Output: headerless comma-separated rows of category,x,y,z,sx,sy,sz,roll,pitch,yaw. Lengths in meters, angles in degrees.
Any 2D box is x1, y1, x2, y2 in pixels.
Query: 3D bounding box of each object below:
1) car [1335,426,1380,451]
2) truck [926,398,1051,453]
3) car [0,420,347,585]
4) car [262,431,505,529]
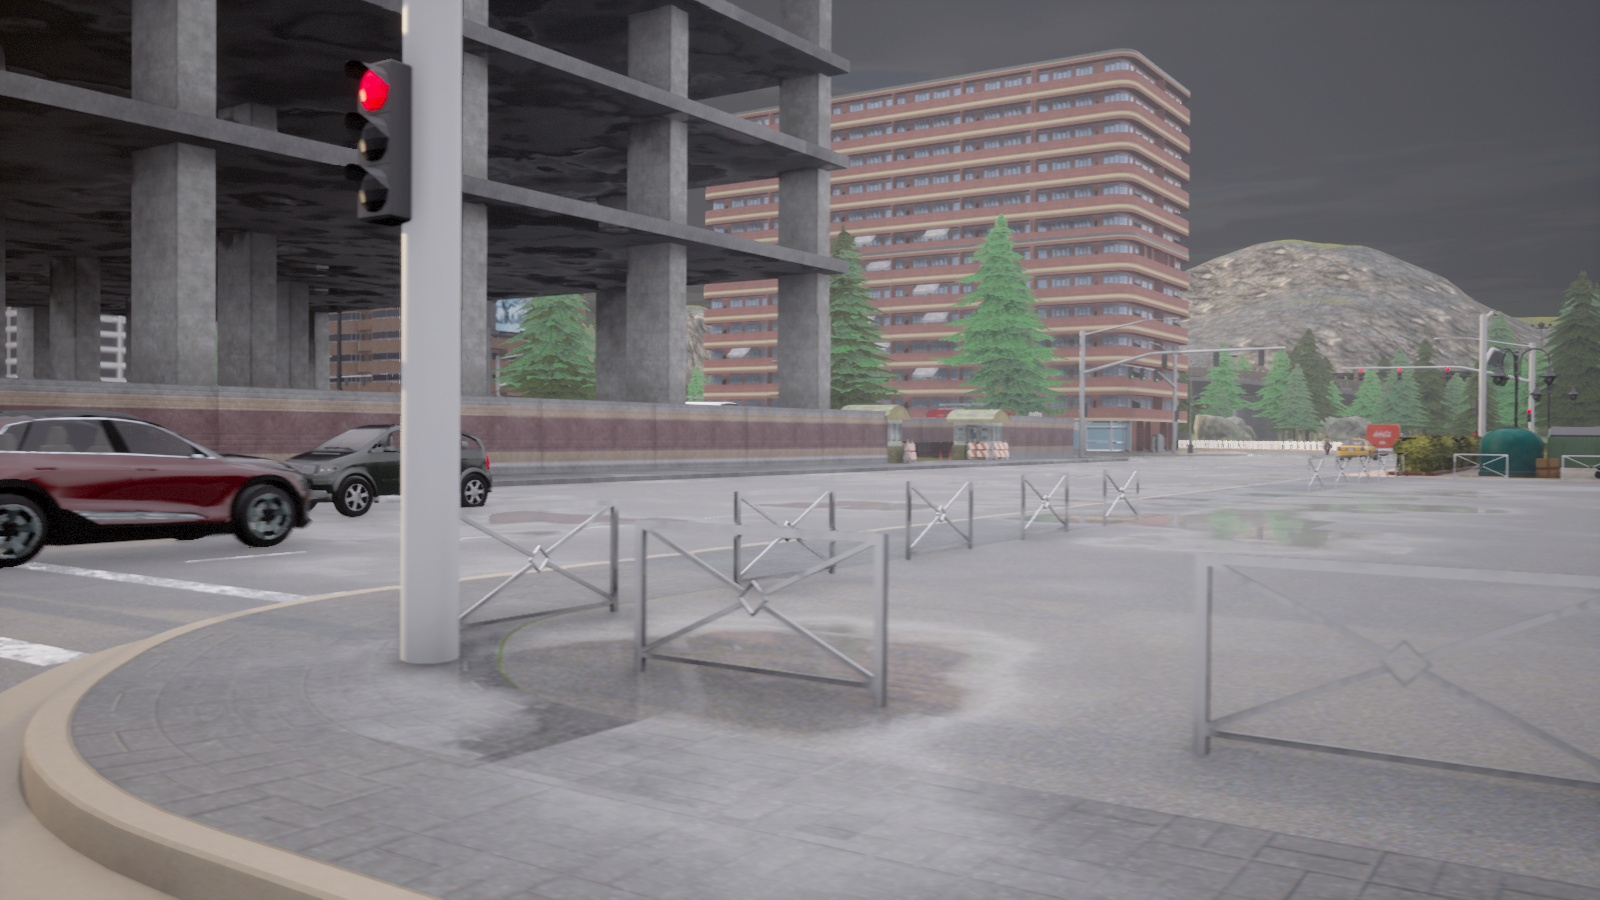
car,36.110,-0.755,81.231,1.801,1.575,5.366,0,1,33
truck,13.589,-1.735,90.887,8.468,3.827,2.891,0,1,34
car,-7.939,0.503,14.446,2.033,1.649,4.856,0,1,33
car,-7.179,0.449,21.960,1.789,1.549,3.705,0,1,33
